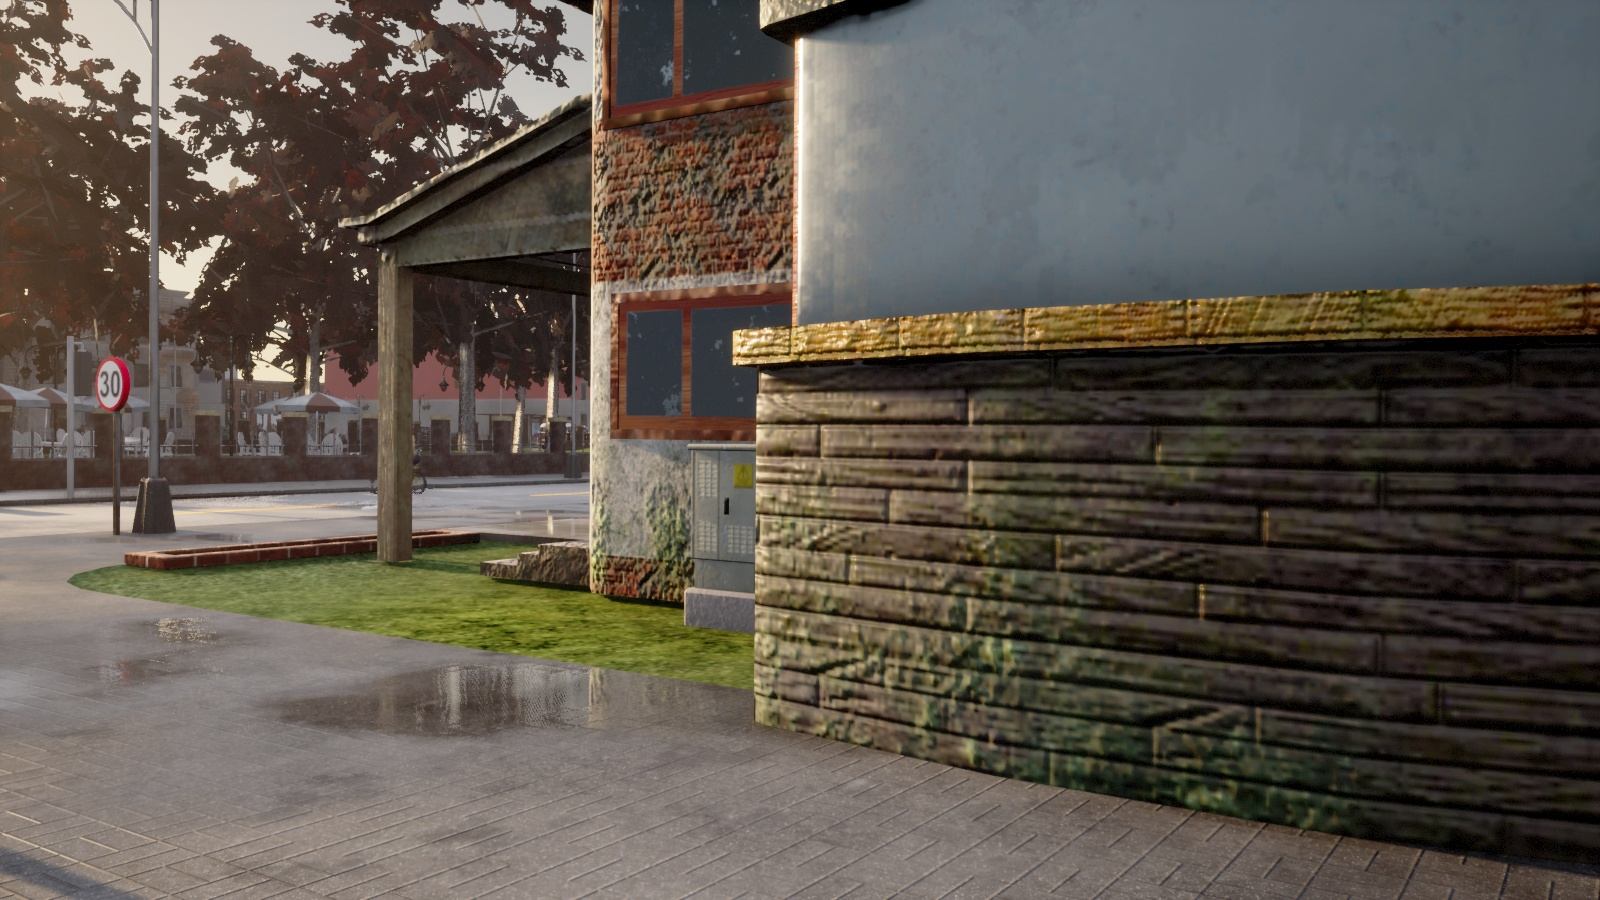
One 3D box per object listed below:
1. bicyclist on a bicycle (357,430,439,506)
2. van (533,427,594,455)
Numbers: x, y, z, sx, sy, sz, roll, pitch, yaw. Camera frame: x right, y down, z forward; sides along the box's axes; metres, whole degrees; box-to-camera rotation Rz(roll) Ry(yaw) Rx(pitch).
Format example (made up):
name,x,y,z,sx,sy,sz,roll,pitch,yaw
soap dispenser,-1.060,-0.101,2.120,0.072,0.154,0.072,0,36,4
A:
name,x,y,z,sx,sy,sz,roll,pitch,yaw
bicyclist on a bicycle,-8.878,0.369,27.783,0.866,1.612,1.509,0,1,33
van,-18.044,-0.693,96.037,2.069,2.038,4.480,0,1,34
